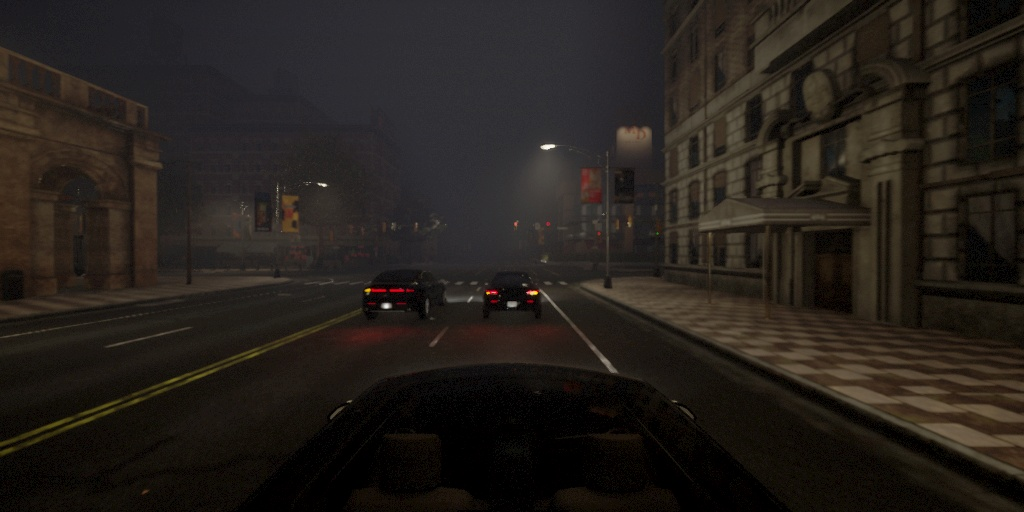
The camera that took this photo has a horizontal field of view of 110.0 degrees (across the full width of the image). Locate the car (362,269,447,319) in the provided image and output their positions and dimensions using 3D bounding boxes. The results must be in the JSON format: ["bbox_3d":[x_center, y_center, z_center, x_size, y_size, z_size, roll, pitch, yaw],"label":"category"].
[{"bbox_3d":[-3.501,1.190,12.412,1.837,1.490,4.892,0,-1,0],"label":"car"}]

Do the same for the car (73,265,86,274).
[{"bbox_3d":[-44.595,1.130,34.753,4.181,1.385,1.994,0,0,0],"label":"car"}]

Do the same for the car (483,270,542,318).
[{"bbox_3d":[-0.001,1.216,12.529,1.812,1.442,4.674,0,0,0],"label":"car"}]
